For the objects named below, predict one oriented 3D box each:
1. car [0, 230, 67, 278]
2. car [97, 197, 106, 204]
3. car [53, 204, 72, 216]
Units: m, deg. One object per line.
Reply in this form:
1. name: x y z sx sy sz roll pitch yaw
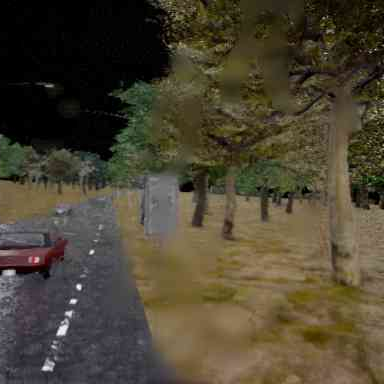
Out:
1. car: -5.294 1.878 10.859 1.895 1.301 4.718 2 -2 -14
2. car: -24.071 2.458 87.733 2.128 1.511 4.902 2 0 -14
3. car: -16.901 2.295 43.606 2.128 1.511 4.902 2 -1 -14
